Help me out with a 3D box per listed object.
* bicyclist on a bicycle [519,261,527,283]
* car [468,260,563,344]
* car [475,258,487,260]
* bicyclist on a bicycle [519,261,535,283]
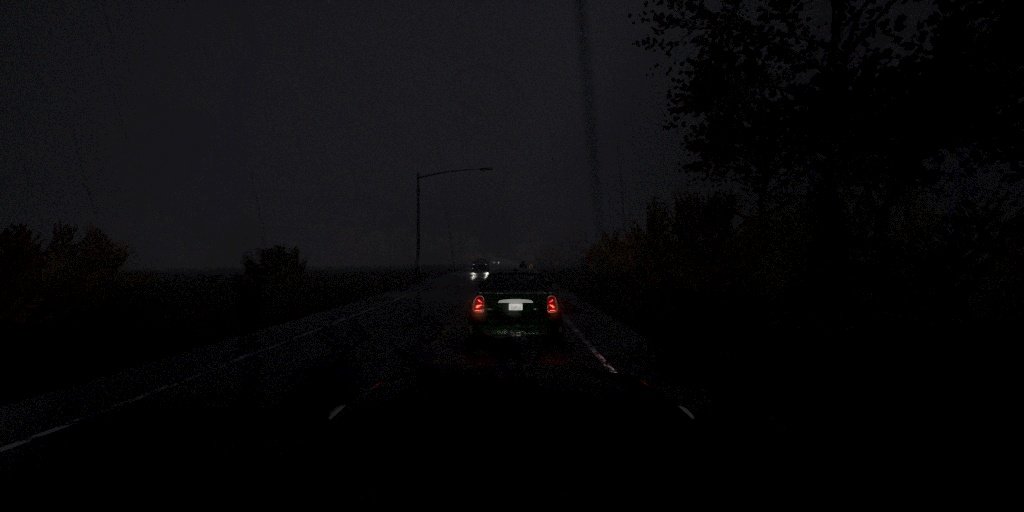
[{"bbox_3d":[0.833,1.193,27.196,0.582,1.620,1.656,0,0,0],"label":"bicyclist on a bicycle"},{"bbox_3d":[0.070,1.099,9.735,2.097,1.767,4.553,0,0,0],"label":"car"},{"bbox_3d":[-3.897,1.089,44.688,2.097,1.767,4.553,0,0,-1],"label":"car"},{"bbox_3d":[0.899,1.180,17.079,0.866,1.612,1.509,0,0,0],"label":"bicyclist on a bicycle"}]
